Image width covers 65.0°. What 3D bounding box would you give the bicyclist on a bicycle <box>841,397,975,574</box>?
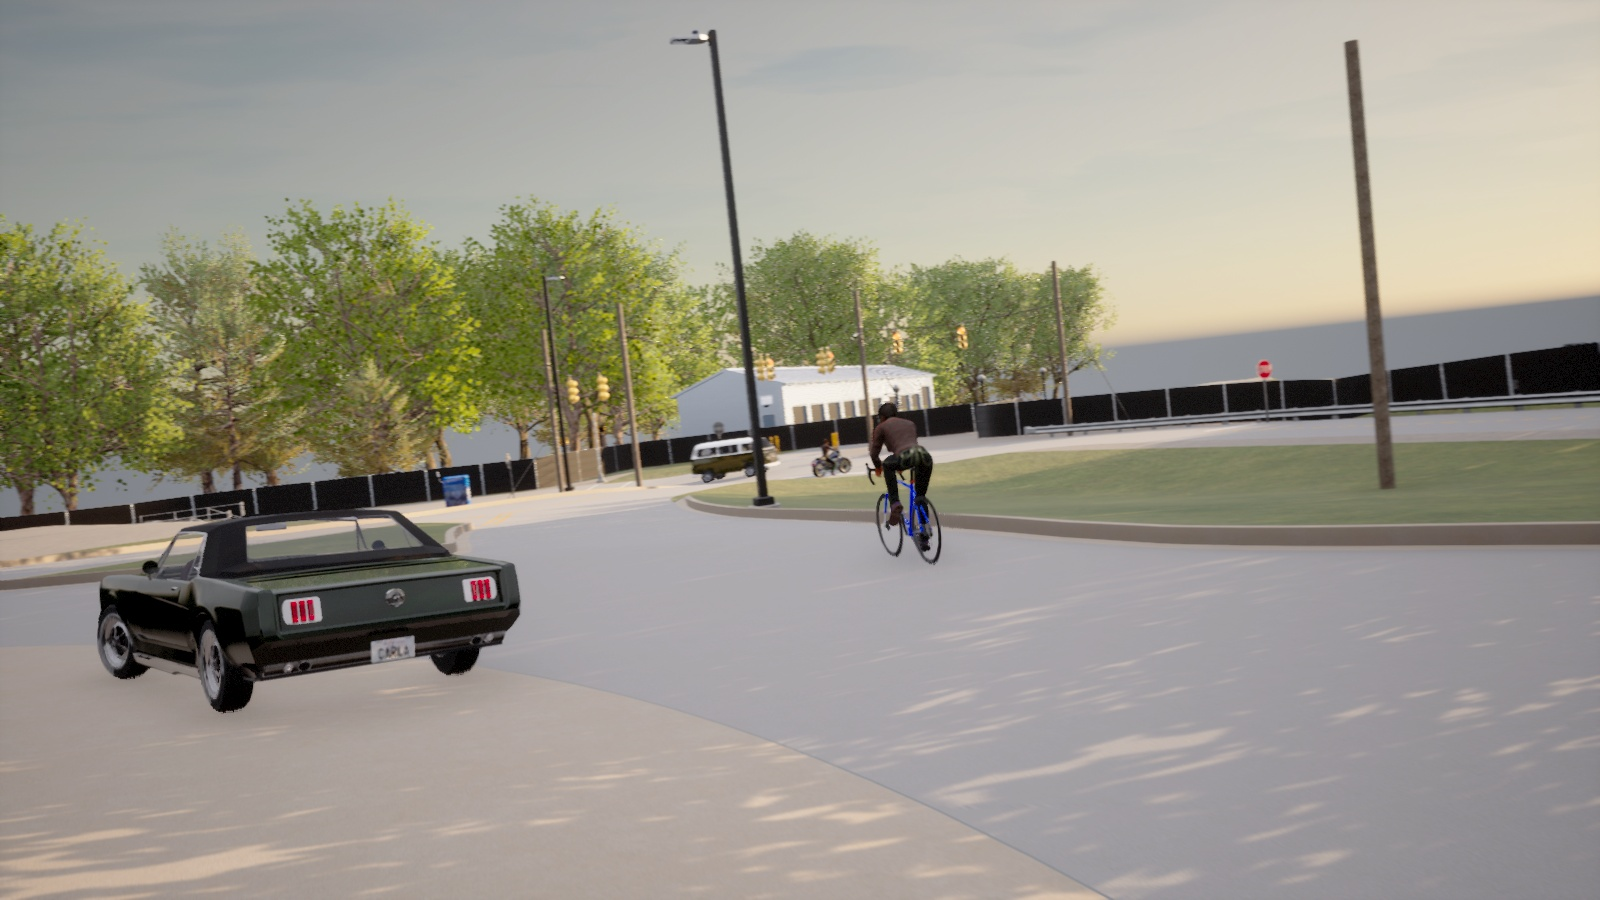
[{"bbox_3d":[1.060,0.336,12.760,0.582,1.620,1.656,-8,2,-18],"label":"bicyclist on a bicycle"}]

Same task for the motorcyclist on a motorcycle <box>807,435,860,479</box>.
[{"bbox_3d":[1.459,0.302,54.029,0.766,1.649,2.350,-3,3,44],"label":"motorcyclist on a motorcycle"}]

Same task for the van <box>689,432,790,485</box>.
[{"bbox_3d":[-3.100,0.438,64.569,4.480,2.038,2.069,-8,2,22],"label":"van"}]

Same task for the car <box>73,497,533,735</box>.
[{"bbox_3d":[-4.145,1.158,9.917,1.895,1.301,4.718,-3,-2,-40],"label":"car"}]
